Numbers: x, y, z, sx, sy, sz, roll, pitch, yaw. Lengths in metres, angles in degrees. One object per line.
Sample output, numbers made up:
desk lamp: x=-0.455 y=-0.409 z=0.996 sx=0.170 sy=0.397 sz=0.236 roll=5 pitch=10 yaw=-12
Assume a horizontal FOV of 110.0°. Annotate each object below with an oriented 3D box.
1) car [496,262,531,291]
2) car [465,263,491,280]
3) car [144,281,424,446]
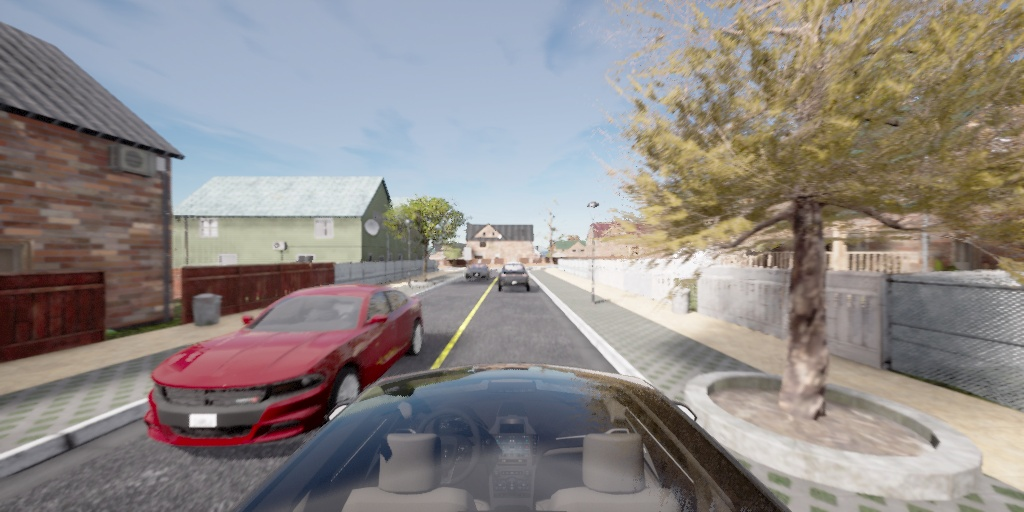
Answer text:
car: x=0.100 y=1.238 z=21.622 sx=2.128 sy=1.511 sz=4.902 roll=0 pitch=0 yaw=0
car: x=-2.843 y=1.323 z=30.747 sx=1.994 sy=1.385 sz=4.181 roll=0 pitch=0 yaw=0
car: x=-2.822 y=1.225 z=5.772 sx=1.882 sy=1.535 sz=5.008 roll=0 pitch=0 yaw=0
